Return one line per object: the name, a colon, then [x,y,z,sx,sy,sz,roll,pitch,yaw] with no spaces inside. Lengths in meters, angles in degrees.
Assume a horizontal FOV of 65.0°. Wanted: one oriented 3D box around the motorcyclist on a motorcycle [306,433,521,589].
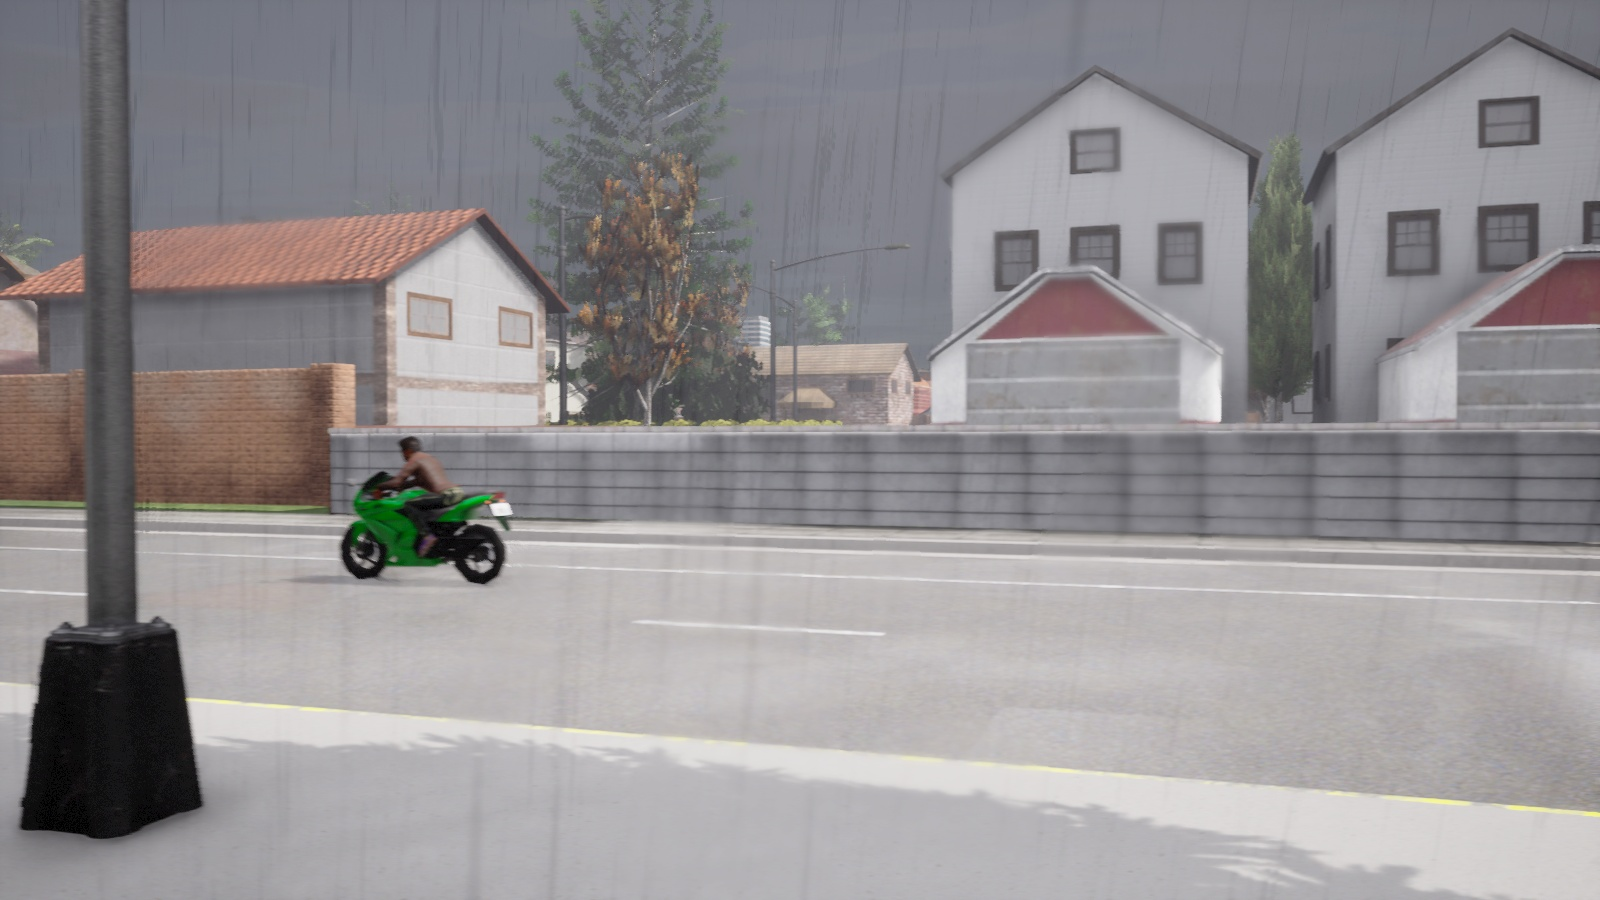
motorcyclist on a motorcycle: [-3.988,0.586,12.974,2.044,1.523,0.797,1,1,19]
